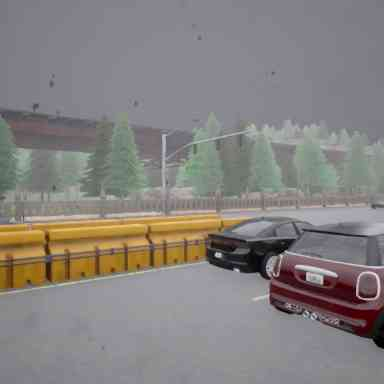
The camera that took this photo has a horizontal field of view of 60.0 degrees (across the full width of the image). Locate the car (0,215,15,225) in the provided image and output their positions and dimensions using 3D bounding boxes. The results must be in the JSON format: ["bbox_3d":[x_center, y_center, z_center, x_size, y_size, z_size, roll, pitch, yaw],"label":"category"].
[{"bbox_3d":[-10.176,1.492,13.930,4.902,1.511,2.128,0,0,-35],"label":"car"}]

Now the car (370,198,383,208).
[{"bbox_3d":[25.587,1.546,43.725,5.357,1.411,2.033,0,0,-35],"label":"car"}]

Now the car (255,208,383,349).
[{"bbox_3d":[3.629,1.352,6.373,4.553,1.767,2.097,0,0,-35],"label":"car"}]

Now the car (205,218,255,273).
[{"bbox_3d":[2.706,1.477,10.004,5.008,1.535,1.882,0,0,-35],"label":"car"}]
